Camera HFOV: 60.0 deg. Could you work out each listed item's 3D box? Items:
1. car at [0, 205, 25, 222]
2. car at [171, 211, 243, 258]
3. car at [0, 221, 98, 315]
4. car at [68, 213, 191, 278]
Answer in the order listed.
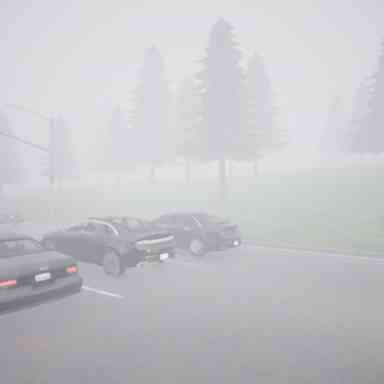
[{"bbox_3d":[-13.215,1.550,22.016,5.357,1.411,2.033,0,0,35],"label":"car"},{"bbox_3d":[-0.439,1.507,12.905,4.892,1.490,1.837,0,0,36],"label":"car"},{"bbox_3d":[-4.677,1.548,7.329,5.357,1.411,2.033,0,0,35],"label":"car"},{"bbox_3d":[-2.706,1.492,10.222,4.902,1.511,2.128,0,0,35],"label":"car"}]
